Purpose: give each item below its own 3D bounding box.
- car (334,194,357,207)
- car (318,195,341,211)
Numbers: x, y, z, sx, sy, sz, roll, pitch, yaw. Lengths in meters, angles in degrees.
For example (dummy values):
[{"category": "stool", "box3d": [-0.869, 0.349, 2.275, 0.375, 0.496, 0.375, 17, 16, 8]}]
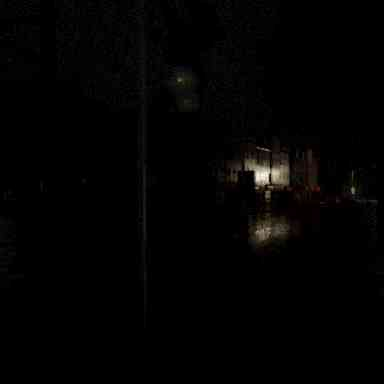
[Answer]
[{"category": "car", "box3d": [22.006, 1.359, 47.250, 1.882, 1.535, 5.008, 0, 0, 36]}, {"category": "car", "box3d": [16.056, 1.393, 38.797, 2.128, 1.511, 4.902, 0, 0, 34]}]
